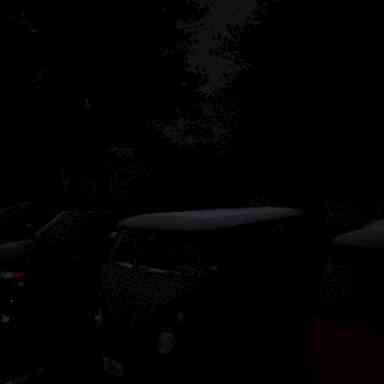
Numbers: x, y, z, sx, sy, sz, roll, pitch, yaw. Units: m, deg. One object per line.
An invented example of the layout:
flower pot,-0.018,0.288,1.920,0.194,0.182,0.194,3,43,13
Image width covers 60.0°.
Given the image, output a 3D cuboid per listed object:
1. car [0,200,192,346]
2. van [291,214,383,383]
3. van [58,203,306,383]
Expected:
car,-1.742,1.241,6.969,2.435,2.045,5.566,0,0,35
van,2.852,1.254,3.870,1.878,1.987,4.442,0,0,36
van,0.461,1.260,5.288,1.878,1.987,4.442,0,0,36
